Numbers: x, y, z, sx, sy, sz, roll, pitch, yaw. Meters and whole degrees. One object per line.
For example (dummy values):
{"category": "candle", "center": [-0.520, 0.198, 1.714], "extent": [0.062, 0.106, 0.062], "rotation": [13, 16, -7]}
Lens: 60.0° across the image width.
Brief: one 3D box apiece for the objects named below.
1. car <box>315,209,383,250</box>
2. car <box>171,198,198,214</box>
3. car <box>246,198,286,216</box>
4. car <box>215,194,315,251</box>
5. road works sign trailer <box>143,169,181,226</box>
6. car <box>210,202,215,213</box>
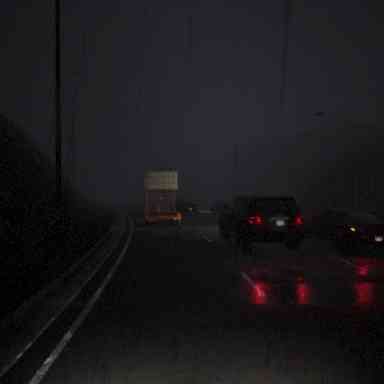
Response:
{"category": "car", "center": [6.138, 1.407, 13.669], "extent": [1.812, 1.442, 4.674], "rotation": [0, 0, -6]}
{"category": "car", "center": [-0.716, 1.287, 31.271], "extent": [1.812, 1.442, 4.674], "rotation": [0, 0, -15]}
{"category": "car", "center": [6.681, 1.315, 30.526], "extent": [1.994, 1.385, 4.181], "rotation": [0, 0, -13]}
{"category": "car", "center": [2.639, 1.109, 13.765], "extent": [2.150, 2.045, 5.566], "rotation": [0, 0, -7]}
{"category": "road works sign trailer", "center": [-2.062, 0.300, 21.868], "extent": [2.380, 3.560, 2.880], "rotation": [0, 0, -13]}
{"category": "car", "center": [3.041, 1.322, 30.685], "extent": [1.994, 1.385, 4.181], "rotation": [0, 0, -14]}
